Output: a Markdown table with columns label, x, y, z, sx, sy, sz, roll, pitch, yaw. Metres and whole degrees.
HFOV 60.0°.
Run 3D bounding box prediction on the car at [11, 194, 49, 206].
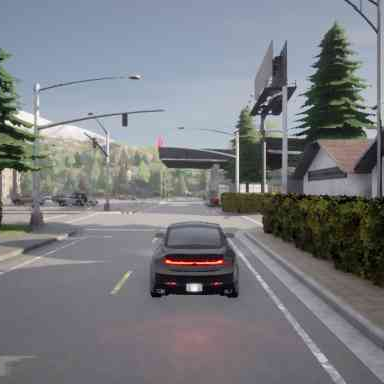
| label | x | y | z | sx | sy | sz | roll | pitch | yaw |
| --- | --- | --- | --- | --- | --- | --- | --- | --- | --- |
| car | -24.646 | 1.097 | 50.192 | 4.605 | 1.855 | 1.932 | 0 | 0 | 0 |

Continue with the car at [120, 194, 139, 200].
| label | x | y | z | sx | sy | sz | roll | pitch | yaw |
| --- | --- | --- | --- | --- | --- | --- | --- | --- | --- |
| car | -16.481 | 1.339 | 87.671 | 4.514 | 1.523 | 2.007 | 0 | 0 | 0 |

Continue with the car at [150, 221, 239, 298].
| label | x | y | z | sx | sy | sz | roll | pitch | yaw |
| --- | --- | --- | --- | --- | --- | --- | --- | --- | --- |
| car | 0.061 | 1.505 | 8.527 | 1.837 | 1.490 | 4.892 | 0 | 0 | 0 |

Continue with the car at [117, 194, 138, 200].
| label | x | y | z | sx | sy | sz | roll | pitch | yaw |
| --- | --- | --- | --- | --- | --- | --- | --- | --- | --- |
| car | -16.411 | 1.330 | 84.534 | 5.027 | 1.636 | 2.152 | 0 | 0 | 0 |

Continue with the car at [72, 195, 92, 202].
| label | x | y | z | sx | sy | sz | roll | pitch | yaw |
| --- | --- | --- | --- | --- | --- | --- | --- | --- | --- |
| car | -24.018 | 1.319 | 72.646 | 3.633 | 1.501 | 1.845 | 0 | 0 | 0 |

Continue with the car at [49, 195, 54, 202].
| label | x | y | z | sx | sy | sz | roll | pitch | yaw |
| --- | --- | --- | --- | --- | --- | --- | --- | --- | --- |
| car | -24.005 | 1.298 | 62.653 | 4.514 | 1.523 | 2.007 | 0 | 0 | 0 |

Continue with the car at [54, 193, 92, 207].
| label | x | y | z | sx | sy | sz | roll | pitch | yaw |
| --- | --- | --- | --- | --- | --- | --- | --- | --- | --- |
| car | -16.760 | 1.077 | 46.950 | 3.866 | 1.878 | 1.905 | 0 | 0 | 0 |

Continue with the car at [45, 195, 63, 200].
| label | x | y | z | sx | sy | sz | roll | pitch | yaw |
| --- | --- | --- | --- | --- | --- | --- | --- | --- | --- |
| car | -35.077 | 1.384 | 84.577 | 3.806 | 1.475 | 1.970 | 0 | 0 | 0 |

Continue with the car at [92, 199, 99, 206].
| label | x | y | z | sx | sy | sz | roll | pitch | yaw |
| --- | --- | --- | --- | --- | --- | --- | --- | --- | --- |
| car | -16.167 | 1.361 | 50.278 | 3.806 | 1.475 | 1.970 | 0 | 0 | 0 |
